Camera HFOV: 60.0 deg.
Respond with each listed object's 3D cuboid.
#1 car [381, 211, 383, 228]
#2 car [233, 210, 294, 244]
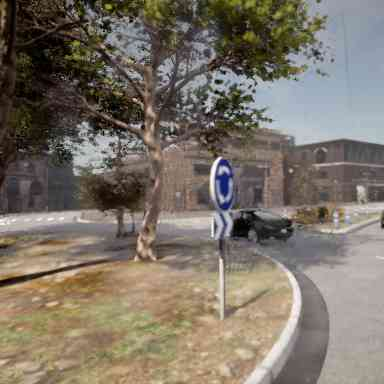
[{"bbox_3d":[13.626,1.484,21.591,1.837,1.490,4.892,-1,0,39],"label":"car"},{"bbox_3d":[3.001,1.650,17.122,1.882,1.535,5.008,0,-1,-27],"label":"car"}]
